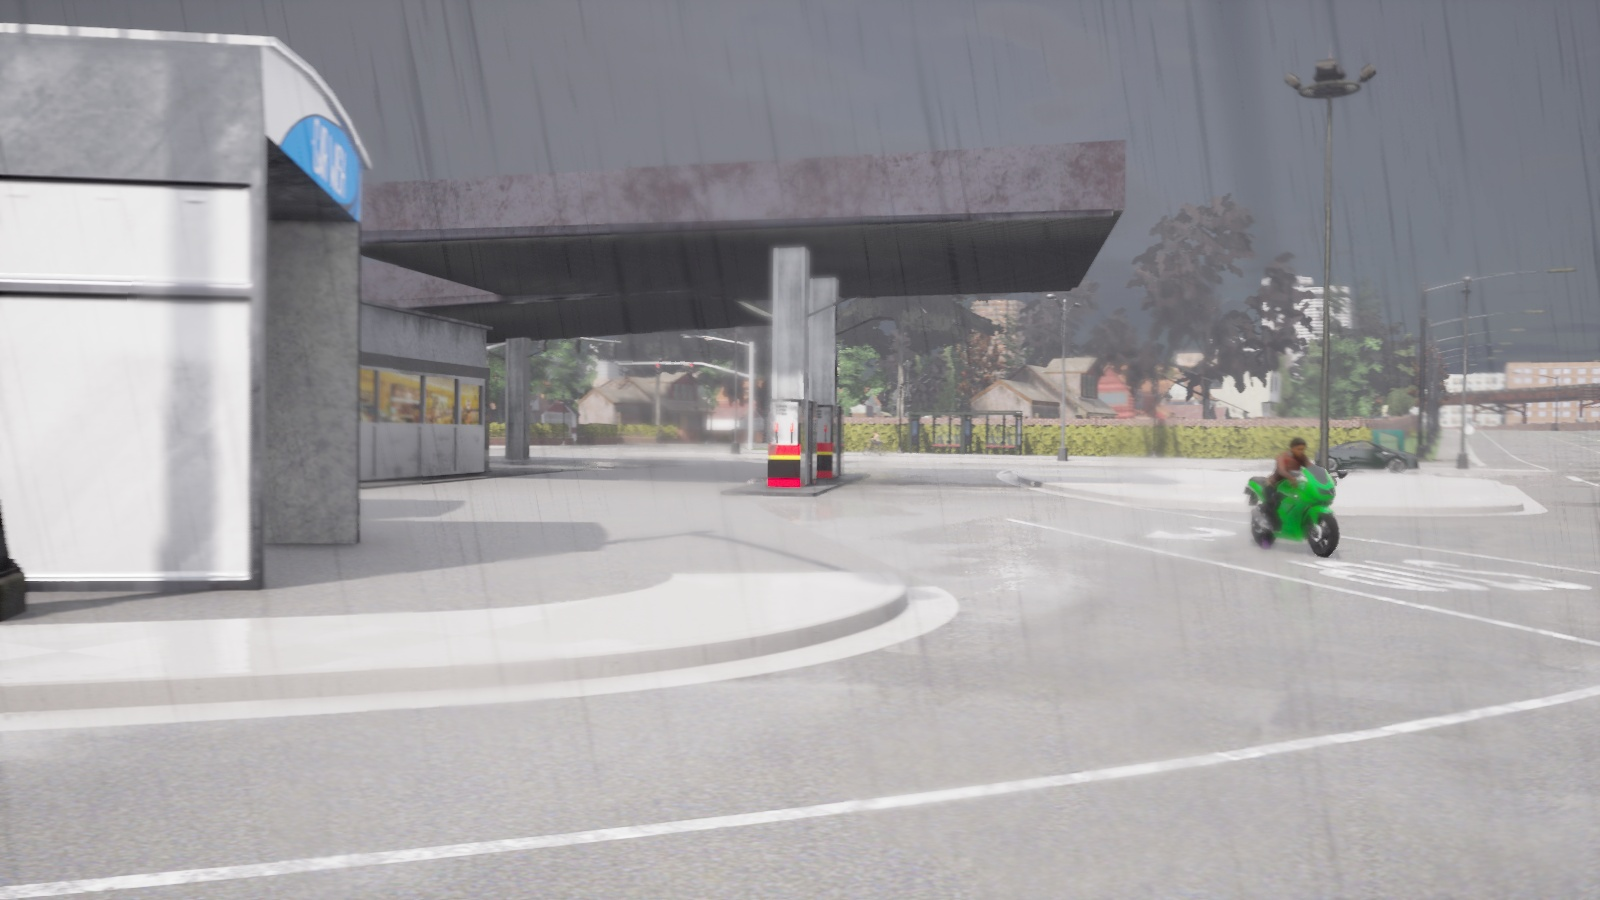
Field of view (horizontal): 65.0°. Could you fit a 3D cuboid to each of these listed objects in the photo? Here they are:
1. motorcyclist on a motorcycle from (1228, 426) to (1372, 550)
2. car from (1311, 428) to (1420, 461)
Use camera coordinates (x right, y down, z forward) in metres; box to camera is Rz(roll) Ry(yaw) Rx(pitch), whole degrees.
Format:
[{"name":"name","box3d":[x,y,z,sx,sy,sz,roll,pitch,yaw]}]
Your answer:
[{"name":"motorcyclist on a motorcycle","box3d":[6.558,0.455,16.603,0.797,1.523,2.044,-1,1,-10]},{"name":"car","box3d":[24.308,-0.230,53.979,4.181,1.385,1.994,0,1,28]}]
